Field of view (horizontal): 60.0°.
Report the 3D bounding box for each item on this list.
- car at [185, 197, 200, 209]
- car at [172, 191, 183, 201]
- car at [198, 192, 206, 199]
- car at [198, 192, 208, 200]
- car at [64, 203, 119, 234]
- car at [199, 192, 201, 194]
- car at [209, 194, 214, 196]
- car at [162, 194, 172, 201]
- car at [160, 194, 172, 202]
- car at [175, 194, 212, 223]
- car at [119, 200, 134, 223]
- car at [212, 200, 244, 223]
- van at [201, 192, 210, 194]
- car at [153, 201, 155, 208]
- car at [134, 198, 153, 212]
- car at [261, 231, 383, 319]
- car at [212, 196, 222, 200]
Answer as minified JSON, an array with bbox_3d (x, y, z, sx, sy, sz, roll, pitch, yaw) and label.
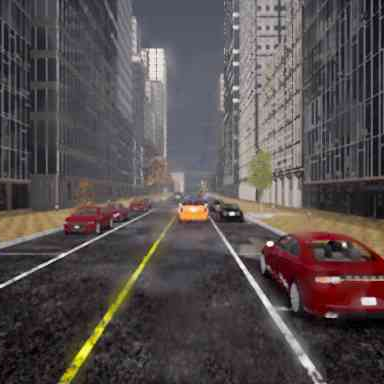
[{"bbox_3d":[0.109,1.367,42.220,1.812,1.442,4.674,0,0,0],"label":"car"},{"bbox_3d":[-2.987,0.886,71.971,2.150,2.045,5.566,0,0,0],"label":"car"},{"bbox_3d":[2.710,0.915,92.679,2.192,1.841,5.009,0,0,0],"label":"car"},{"bbox_3d":[2.708,0.974,81.294,2.192,1.841,5.009,0,0,0],"label":"car"},{"bbox_3d":[-5.685,1.480,18.689,1.887,1.381,4.507,0,0,0],"label":"car"},{"bbox_3d":[2.703,1.210,58.526,1.967,1.590,4.097,0,0,0],"label":"car"},{"bbox_3d":[2.701,1.387,47.142,1.947,1.339,4.313,0,0,0],"label":"car"},{"bbox_3d":[-5.675,1.238,75.616,2.008,1.369,4.403,0,0,0],"label":"car"},{"bbox_3d":[-5.676,1.241,69.752,1.752,1.417,4.829,0,0,0],"label":"car"},{"bbox_3d":[0.105,1.264,24.462,2.097,1.767,4.553,0,0,0],"label":"car"},{"bbox_3d":[-5.684,1.495,24.383,1.802,1.307,4.206,0,0,0],"label":"car"},{"bbox_3d":[2.696,1.479,24.373,1.947,1.339,4.313,0,0,0],"label":"car"},{"bbox_3d":[2.702,1.137,52.835,1.690,1.788,3.998,0,0,0],"label":"van"},{"bbox_3d":[-5.681,1.411,41.460,1.947,1.339,4.313,0,0,0],"label":"car"},{"bbox_3d":[-5.682,1.413,35.767,1.887,1.381,4.507,0,0,0],"label":"car"},{"bbox_3d":[2.693,1.521,7.297,1.887,1.381,4.507,0,0,0],"label":"car"},{"bbox_3d":[2.698,1.434,35.758,1.947,1.339,4.313,0,0,0],"label":"car"}]
